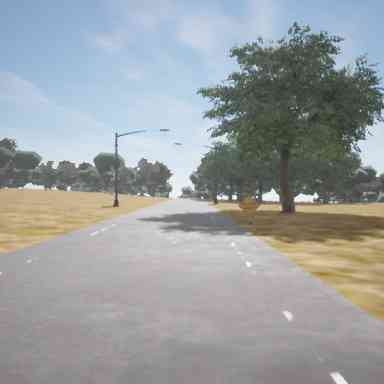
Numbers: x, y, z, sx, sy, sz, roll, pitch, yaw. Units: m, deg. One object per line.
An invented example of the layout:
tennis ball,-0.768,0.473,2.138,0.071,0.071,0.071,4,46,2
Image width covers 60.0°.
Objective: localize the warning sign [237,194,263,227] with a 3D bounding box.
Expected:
warning sign,3.506,1.113,20.247,1.300,1.860,1.060,-3,-3,0
